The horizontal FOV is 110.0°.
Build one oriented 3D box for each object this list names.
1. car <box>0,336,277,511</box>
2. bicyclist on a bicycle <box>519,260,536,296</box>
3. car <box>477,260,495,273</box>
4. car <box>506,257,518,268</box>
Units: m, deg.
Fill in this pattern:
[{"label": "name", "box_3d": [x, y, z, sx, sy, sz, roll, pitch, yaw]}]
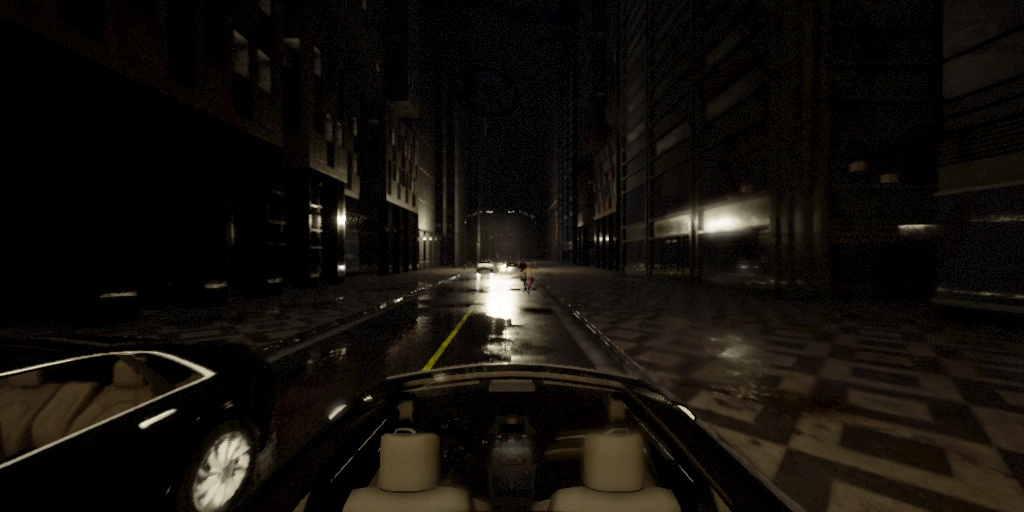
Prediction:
[{"label": "car", "box_3d": [-3.099, 1.255, 1.351, 1.837, 1.490, 4.892, 0, 0, 0]}, {"label": "bicyclist on a bicycle", "box_3d": [0.824, 1.169, 18.156, 0.866, 1.612, 1.509, 0, 0, 0]}, {"label": "car", "box_3d": [-3.105, 1.231, 42.514, 1.812, 1.442, 4.674, 0, 0, 0]}, {"label": "car", "box_3d": [0.043, 1.163, 57.927, 1.882, 1.535, 5.008, 0, 0, 0]}]
